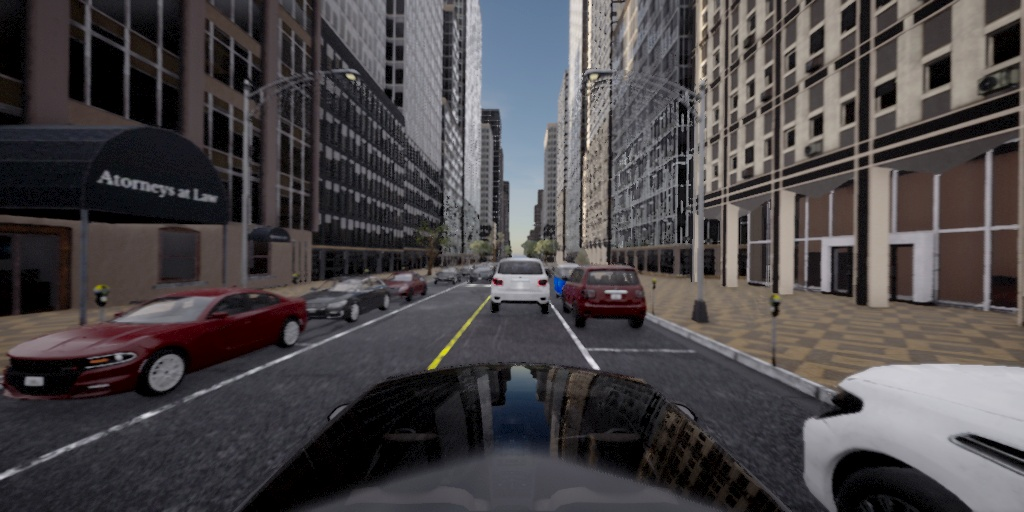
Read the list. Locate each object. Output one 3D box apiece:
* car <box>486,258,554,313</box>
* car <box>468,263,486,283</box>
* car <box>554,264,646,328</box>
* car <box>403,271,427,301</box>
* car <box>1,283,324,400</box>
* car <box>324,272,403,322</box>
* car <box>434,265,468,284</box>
[{"bbox_3d":[0.340,1.114,15.087,2.150,2.045,5.566,1,-1,1],"label":"car"},{"bbox_3d":[-2.491,1.545,30.743,1.812,1.442,4.674,1,-1,2],"label":"car"},{"bbox_3d":[2.850,1.206,12.017,2.192,1.841,5.009,0,0,1],"label":"car"},{"bbox_3d":[-5.404,1.433,17.883,1.802,1.307,4.207,0,0,1],"label":"car"},{"bbox_3d":[-5.653,1.275,6.519,1.888,1.381,4.507,0,0,1],"label":"car"},{"bbox_3d":[-5.529,1.341,12.201,2.007,1.370,4.403,0,0,1],"label":"car"},{"bbox_3d":[-5.155,1.521,29.247,2.007,1.370,4.403,0,0,1],"label":"car"}]
